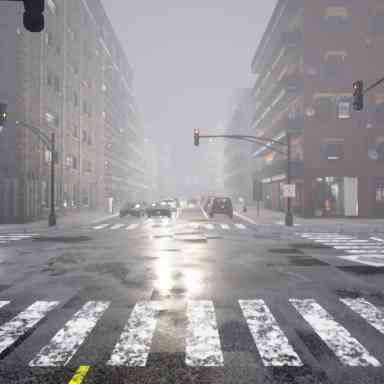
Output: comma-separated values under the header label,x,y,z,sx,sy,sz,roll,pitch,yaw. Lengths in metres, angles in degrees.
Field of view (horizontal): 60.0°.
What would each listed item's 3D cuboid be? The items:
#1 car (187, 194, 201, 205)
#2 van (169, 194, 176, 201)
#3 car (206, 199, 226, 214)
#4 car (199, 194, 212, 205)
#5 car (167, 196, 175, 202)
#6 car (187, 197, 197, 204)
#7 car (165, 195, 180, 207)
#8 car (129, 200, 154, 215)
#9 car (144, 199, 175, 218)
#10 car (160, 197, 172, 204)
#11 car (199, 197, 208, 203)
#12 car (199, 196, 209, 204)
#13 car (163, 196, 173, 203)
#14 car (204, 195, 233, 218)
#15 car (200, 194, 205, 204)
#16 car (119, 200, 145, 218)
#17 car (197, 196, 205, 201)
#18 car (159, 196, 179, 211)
label,x,y,z,sx,sy,sz,roll,pitch,yaw
car,0.039,1.567,60.150,2.128,1.511,4.902,0,0,0
van,-5.393,1.591,91.325,1.690,1.788,3.998,1,0,0
car,2.545,1.541,35.919,1.752,1.417,4.829,1,0,0
car,2.517,1.404,63.549,2.192,1.841,5.009,1,0,0
car,-5.390,1.767,85.759,2.008,1.369,4.403,1,0,0
car,-0.008,1.687,70.385,1.994,1.385,4.181,0,0,0
car,-2.809,1.567,50.463,1.812,1.442,4.674,0,0,0
car,-5.335,1.582,35.697,1.947,1.339,4.313,1,0,0
car,-2.873,1.576,30.371,1.994,1.385,4.181,0,0,0
car,-5.373,1.669,69.069,2.008,1.369,4.403,1,0,0
car,2.501,1.731,74.672,1.802,1.307,4.206,1,0,0
car,2.509,1.558,69.112,1.967,1.590,4.097,1,0,0
car,-5.378,1.673,74.461,1.752,1.417,4.829,1,0,0
car,2.555,1.327,30.190,2.192,1.841,5.009,1,0,0
car,2.542,1.337,41.315,2.192,1.841,5.009,1,0,0
car,-5.329,1.578,30.136,1.947,1.339,4.313,1,0,0
car,2.484,1.816,91.364,1.947,1.339,4.313,1,0,0
car,-2.867,1.546,40.261,1.812,1.442,4.674,0,0,0
